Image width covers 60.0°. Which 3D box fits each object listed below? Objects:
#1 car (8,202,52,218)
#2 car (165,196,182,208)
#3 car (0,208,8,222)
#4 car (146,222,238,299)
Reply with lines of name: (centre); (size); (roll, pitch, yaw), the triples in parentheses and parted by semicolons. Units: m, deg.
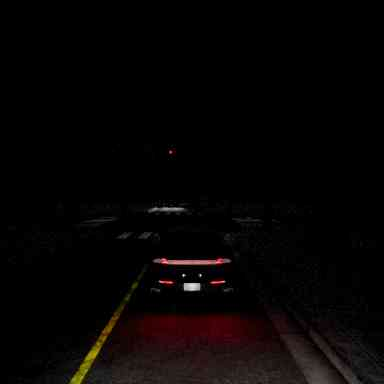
car: (-14.760, 1.576, 29.581); (4.313, 1.339, 1.947); (0, 0, 0)
car: (-2.838, 1.561, 48.246); (1.895, 1.301, 4.718); (0, 0, 0)
car: (-14.766, 1.536, 21.554); (4.313, 1.339, 1.947); (0, 0, 0)
car: (0.002, 1.491, 8.403); (2.128, 1.511, 4.902); (0, 0, 0)
